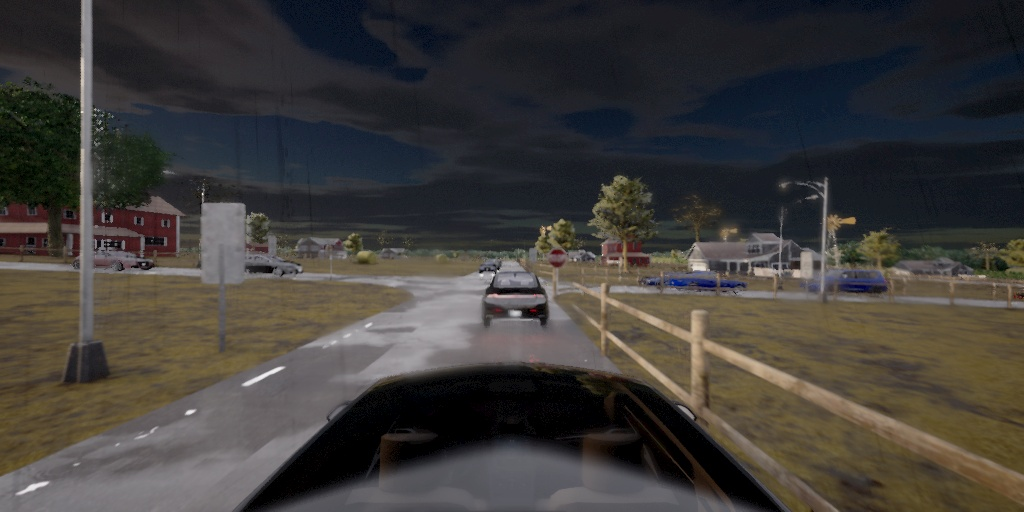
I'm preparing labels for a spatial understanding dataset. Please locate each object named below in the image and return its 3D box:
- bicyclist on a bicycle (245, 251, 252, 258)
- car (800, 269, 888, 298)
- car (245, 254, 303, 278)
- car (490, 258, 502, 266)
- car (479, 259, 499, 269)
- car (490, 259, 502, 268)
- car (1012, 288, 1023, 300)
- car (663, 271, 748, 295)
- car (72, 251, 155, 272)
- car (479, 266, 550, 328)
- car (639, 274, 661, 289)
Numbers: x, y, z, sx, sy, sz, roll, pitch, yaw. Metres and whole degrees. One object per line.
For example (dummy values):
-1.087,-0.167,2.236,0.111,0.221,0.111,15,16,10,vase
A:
-22.613,0.414,30.839,0.582,1.620,1.656,2,0,0,bicyclist on a bicycle
25.705,2.048,27.856,5.566,2.045,2.150,3,0,0,car
-17.128,0.641,24.859,4.902,1.511,2.128,2,0,0,car
-2.825,1.136,51.928,2.097,1.767,4.553,0,0,1,car
-2.830,1.340,42.383,1.994,1.385,4.181,0,0,-1,car
-2.753,1.309,64.000,1.837,1.490,4.892,0,0,1,car
42.202,2.861,27.835,4.553,1.767,2.097,2,0,0,car
13.670,1.819,24.989,5.008,1.535,1.882,2,0,0,car
-27.490,0.330,24.855,4.181,1.385,1.994,2,0,0,car
0.100,1.243,11.463,2.128,1.511,4.902,0,0,0,car
12.752,1.856,27.804,5.357,1.411,2.033,2,0,-2,car
